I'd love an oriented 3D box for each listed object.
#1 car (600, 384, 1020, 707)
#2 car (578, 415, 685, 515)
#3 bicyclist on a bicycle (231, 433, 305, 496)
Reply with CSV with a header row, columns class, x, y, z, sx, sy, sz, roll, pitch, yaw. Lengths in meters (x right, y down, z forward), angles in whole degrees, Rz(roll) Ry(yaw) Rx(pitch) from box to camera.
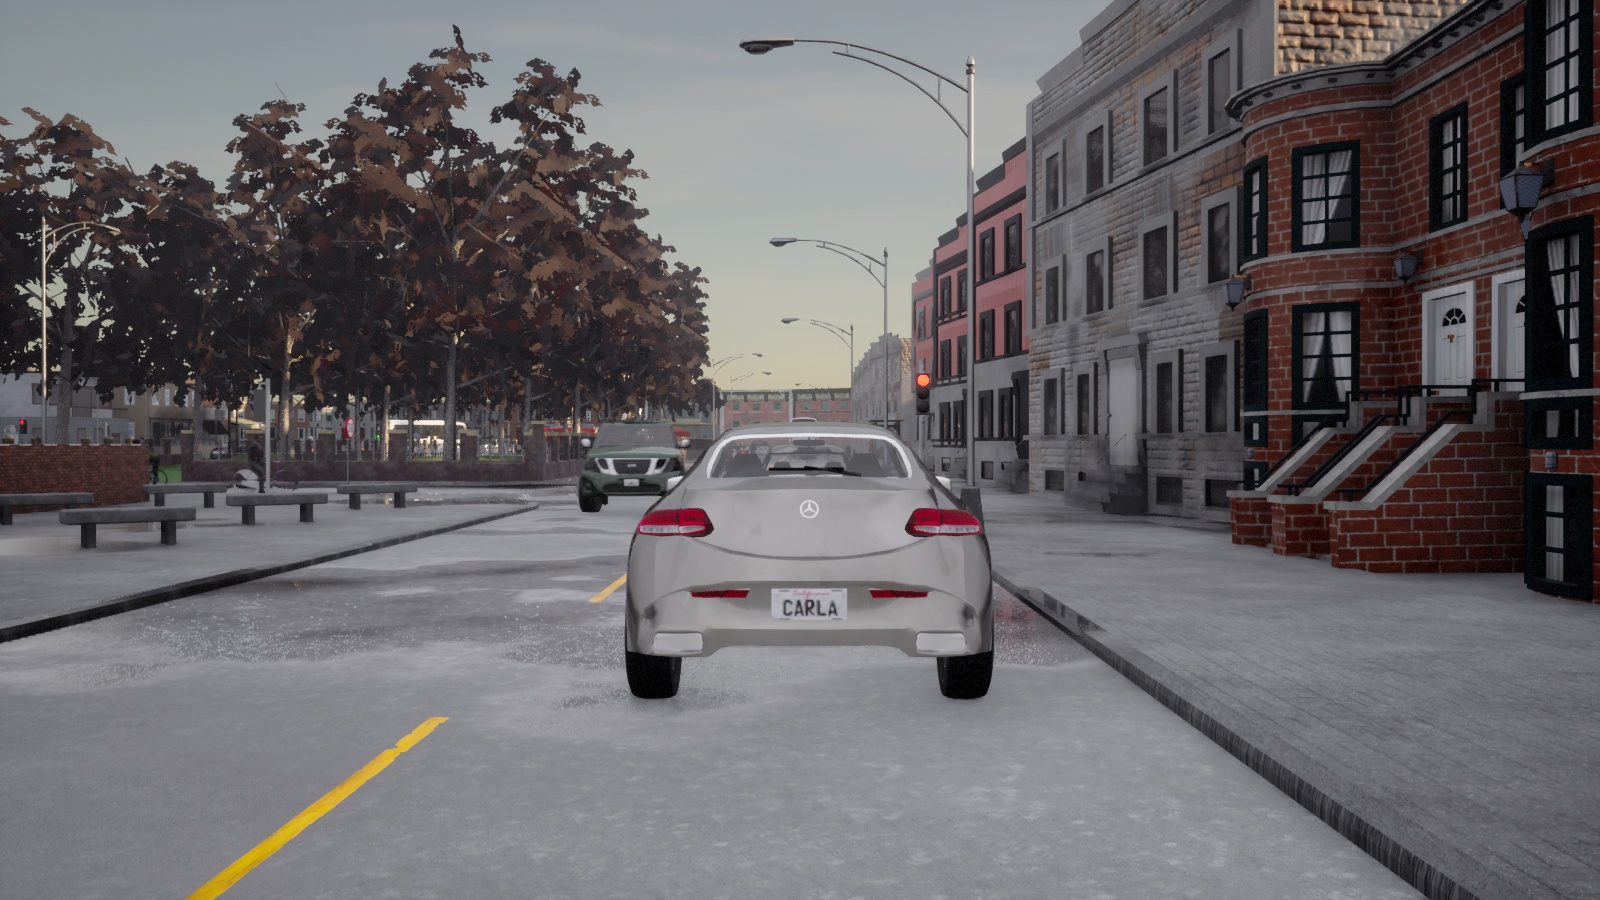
class,x,y,z,sx,sy,sz,roll,pitch,yaw
car,0.064,0.475,8.950,2.152,1.651,5.027,0,0,0
car,-3.714,0.301,28.587,2.150,2.045,5.566,0,0,-5
bicyclist on a bicycle,-15.229,0.402,35.963,1.843,1.776,0.659,0,0,0
